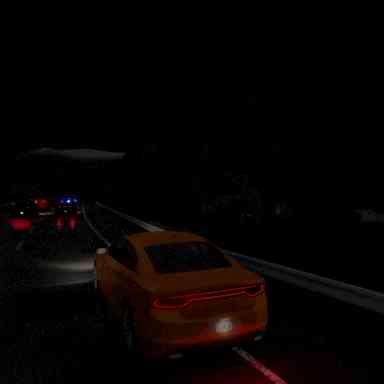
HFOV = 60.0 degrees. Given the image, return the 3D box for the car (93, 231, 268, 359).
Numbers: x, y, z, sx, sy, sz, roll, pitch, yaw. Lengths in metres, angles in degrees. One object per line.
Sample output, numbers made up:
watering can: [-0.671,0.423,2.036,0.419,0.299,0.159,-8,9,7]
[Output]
car: [-0.640,1.478,6.295,1.882,1.535,5.008,0,0,-25]

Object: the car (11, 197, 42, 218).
car: [-15.059,1.505,30.161,1.837,1.490,4.892,0,0,-19]

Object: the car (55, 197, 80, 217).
car: [-11.882,1.491,31.546,2.128,1.511,4.902,0,0,-19]

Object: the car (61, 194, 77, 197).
car: [-15.291,1.221,41.451,2.150,2.045,5.566,0,0,-18]

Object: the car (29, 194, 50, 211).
car: [-18.459,1.221,40.063,2.150,2.045,5.566,0,0,-19]
